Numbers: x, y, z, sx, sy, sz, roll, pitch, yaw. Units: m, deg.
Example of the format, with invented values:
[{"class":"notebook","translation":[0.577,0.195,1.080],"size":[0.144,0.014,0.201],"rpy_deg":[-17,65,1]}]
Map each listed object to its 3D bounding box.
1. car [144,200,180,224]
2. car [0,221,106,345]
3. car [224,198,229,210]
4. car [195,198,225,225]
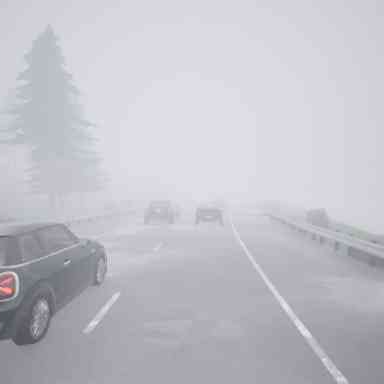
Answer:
[{"class":"car","translation":[-2.139,1.350,25.031],"size":[2.097,1.767,4.553],"rpy_deg":[0,0,5]},{"class":"car","translation":[-3.242,1.347,6.570],"size":[2.097,1.767,4.553],"rpy_deg":[0,0,1]},{"class":"car","translation":[3.574,1.511,42.536],"size":[2.163,1.488,4.792],"rpy_deg":[0,0,9]},{"class":"car","translation":[1.322,1.481,24.541],"size":[1.882,1.535,5.008],"rpy_deg":[0,0,5]}]
